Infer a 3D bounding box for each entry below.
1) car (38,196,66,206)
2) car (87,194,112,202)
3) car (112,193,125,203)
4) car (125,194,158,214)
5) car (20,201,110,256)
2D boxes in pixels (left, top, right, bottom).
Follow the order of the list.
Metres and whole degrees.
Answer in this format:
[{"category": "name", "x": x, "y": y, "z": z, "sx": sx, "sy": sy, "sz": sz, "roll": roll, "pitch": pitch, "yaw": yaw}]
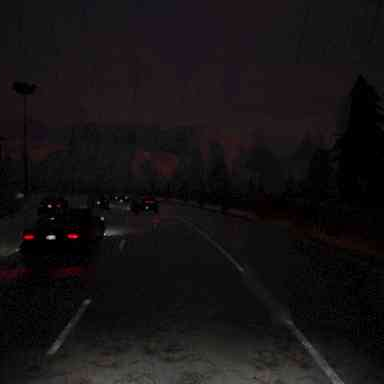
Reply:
[{"category": "car", "x": -10.814, "y": 1.020, "z": 26.055, "sx": 2.033, "sy": 1.411, "sz": 5.357, "roll": -1, "pitch": 1, "yaw": -16}, {"category": "car", "x": -9.080, "y": 0.913, "z": 31.910, "sx": 1.994, "sy": 1.385, "sz": 4.181, "roll": -1, "pitch": 1, "yaw": -18}, {"category": "car", "x": -9.519, "y": 0.740, "z": 42.534, "sx": 1.895, "sy": 1.301, "sz": 4.718, "roll": -1, "pitch": 1, "yaw": -24}, {"category": "car", "x": -3.976, "y": 0.919, "z": 27.210, "sx": 2.128, "sy": 1.511, "sz": 4.902, "roll": 0, "pitch": 1, "yaw": -15}, {"category": "car", "x": -4.330, "y": 1.293, "z": 11.932, "sx": 2.033, "sy": 1.411, "sz": 5.357, "roll": 0, "pitch": 1, "yaw": -7}]
